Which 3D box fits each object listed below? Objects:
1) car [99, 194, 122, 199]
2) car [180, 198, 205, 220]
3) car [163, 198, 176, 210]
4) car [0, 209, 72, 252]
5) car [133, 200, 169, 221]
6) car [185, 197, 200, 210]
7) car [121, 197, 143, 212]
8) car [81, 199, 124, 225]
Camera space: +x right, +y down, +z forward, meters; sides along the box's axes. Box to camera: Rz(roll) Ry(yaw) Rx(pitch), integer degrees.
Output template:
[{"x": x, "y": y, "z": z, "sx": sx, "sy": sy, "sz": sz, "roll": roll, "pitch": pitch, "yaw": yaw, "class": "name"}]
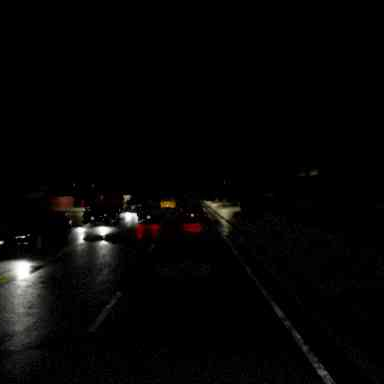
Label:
[{"x": -9.751, "y": 1.270, "z": 40.129, "sx": 2.150, "sy": 2.045, "sz": 5.566, "roll": 0, "pitch": -1, "yaw": 0, "class": "car"}, {"x": 0.047, "y": 1.520, "z": 27.970, "sx": 1.837, "sy": 1.490, "sz": 4.892, "roll": 0, "pitch": 0, "yaw": 1, "class": "car"}, {"x": -3.161, "y": 1.536, "z": 44.747, "sx": 1.882, "sy": 1.535, "sz": 5.008, "roll": 0, "pitch": 0, "yaw": 0, "class": "car"}, {"x": -6.590, "y": 1.505, "z": 13.909, "sx": 1.837, "sy": 1.490, "sz": 4.892, "roll": 0, "pitch": 0, "yaw": 0, "class": "car"}, {"x": -3.215, "y": 1.613, "z": 26.996, "sx": 1.895, "sy": 1.301, "sz": 4.718, "roll": 0, "pitch": 0, "yaw": 1, "class": "car"}, {"x": 0.088, "y": 1.537, "z": 44.882, "sx": 1.882, "sy": 1.535, "sz": 5.008, "roll": 0, "pitch": 0, "yaw": 0, "class": "car"}, {"x": -6.512, "y": 1.533, "z": 39.102, "sx": 2.128, "sy": 1.511, "sz": 4.902, "roll": 0, "pitch": 0, "yaw": 0, "class": "car"}, {"x": -6.544, "y": 1.513, "z": 24.351, "sx": 1.837, "sy": 1.490, "sz": 4.892, "roll": 0, "pitch": 0, "yaw": 1, "class": "car"}]
